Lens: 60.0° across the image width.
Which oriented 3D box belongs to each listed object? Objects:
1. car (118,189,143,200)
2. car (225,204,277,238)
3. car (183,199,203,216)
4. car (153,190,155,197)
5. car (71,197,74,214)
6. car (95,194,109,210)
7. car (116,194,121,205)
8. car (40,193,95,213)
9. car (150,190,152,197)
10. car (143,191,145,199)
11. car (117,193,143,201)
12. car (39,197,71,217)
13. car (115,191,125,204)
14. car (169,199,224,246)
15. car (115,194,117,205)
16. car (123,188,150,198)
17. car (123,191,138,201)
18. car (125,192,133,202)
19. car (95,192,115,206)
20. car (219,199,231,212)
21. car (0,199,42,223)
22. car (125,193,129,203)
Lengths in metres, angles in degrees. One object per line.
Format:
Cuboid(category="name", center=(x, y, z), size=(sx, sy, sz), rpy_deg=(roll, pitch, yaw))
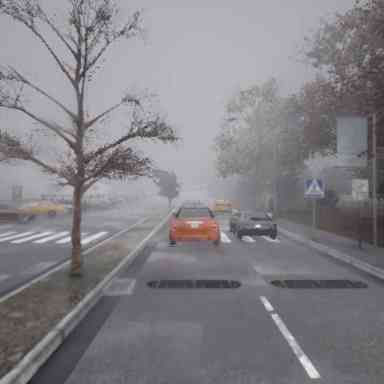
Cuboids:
Cuboid(category="car", center=(-13.765, 0.876, 69.119), size=(5.566, 2.045, 2.435), rpy_deg=(-1, 1, -20))
Cuboid(category="car", center=(3.107, 1.577, 17.663), size=(1.994, 1.385, 4.181), rpy_deg=(0, 0, 0))
Cuboid(category="car", center=(0.114, 1.519, 33.754), size=(1.837, 1.490, 4.892), rpy_deg=(0, 0, 0))
Cuboid(category="car", center=(-13.768, 0.857, 93.113), size=(4.892, 1.521, 2.231), rpy_deg=(-1, 0, -20))
Cuboid(category="car", center=(-13.828, 1.546, 33.079), size=(4.674, 1.452, 2.002), rpy_deg=(-1, 0, -20))
Cuboid(category="car", center=(-13.642, 1.463, 42.153), size=(5.366, 1.575, 1.946), rpy_deg=(-1, 0, -20))
Cuboid(category="car", center=(-13.807, 1.429, 51.105), size=(4.674, 1.452, 2.002), rpy_deg=(-1, 0, -20))
Cuboid(category="car", center=(-13.797, 1.250, 36.098), size=(5.566, 2.045, 2.435), rpy_deg=(-1, 0, -20))
Cuboid(category="car", center=(-13.737, 0.782, 87.116), size=(4.553, 1.767, 2.185), rpy_deg=(-1, 1, -20))
Cuboid(category="car", center=(-13.608, 1.078, 72.174), size=(5.366, 1.575, 1.946), rpy_deg=(-1, 1, -20))
Cuboid(category="car", center=(-13.952, 1.046, 75.041), size=(5.366, 1.575, 1.946), rpy_deg=(-1, 1, -20))
Cuboid(category="car", center=(-13.998, 1.510, 30.006), size=(5.366, 1.575, 1.946), rpy_deg=(-1, 0, -20))
Cuboid(category="car", center=(-13.833, 1.224, 54.092), size=(4.553, 1.767, 2.185), rpy_deg=(-1, 1, -20))
Cuboid(category="car", center=(0.107, 1.363, 15.427), size=(2.097, 1.767, 4.553), rpy_deg=(0, 0, 0))
Cuboid(category="car", center=(-13.833, 1.448, 48.080), size=(4.792, 1.488, 2.163), rpy_deg=(-1, 1, -20))
Cuboid(category="car", center=(-13.800, 0.720, 81.088), size=(5.566, 2.045, 2.435), rpy_deg=(-1, 1, -20))
Cuboid(category="car", center=(-13.762, 1.201, 66.120), size=(4.792, 1.488, 2.163), rpy_deg=(-1, 1, -20))
Cuboid(category="car", center=(-13.788, 1.264, 60.104), size=(5.008, 1.535, 2.097), rpy_deg=(-1, 1, -20))
Cuboid(category="car", center=(-13.839, 1.196, 45.079), size=(5.566, 2.045, 2.435), rpy_deg=(-1, 1, -20))
Cuboid(category="car", center=(3.114, 1.488, 35.310), size=(1.882, 1.535, 5.008), rpy_deg=(0, 0, 0))
Cuboid(category="car", center=(-13.807, 1.539, 24.083), size=(4.792, 1.488, 2.163), rpy_deg=(-1, 0, -20))
Cuboid(category="car", center=(-13.801, 1.348, 57.104), size=(4.674, 1.452, 2.002), rpy_deg=(-1, 1, -20))
